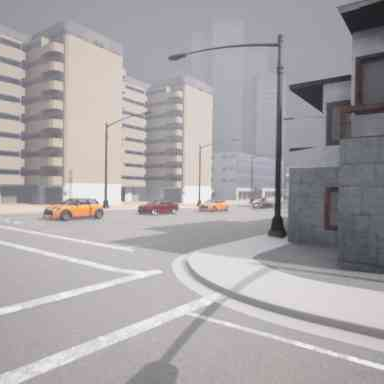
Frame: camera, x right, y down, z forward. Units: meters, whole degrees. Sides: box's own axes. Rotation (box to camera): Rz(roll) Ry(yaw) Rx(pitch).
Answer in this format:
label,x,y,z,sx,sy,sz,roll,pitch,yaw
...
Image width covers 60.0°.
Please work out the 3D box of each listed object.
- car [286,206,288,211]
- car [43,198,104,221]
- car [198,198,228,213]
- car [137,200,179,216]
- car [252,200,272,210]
label,x,y,z,sx,sy,sz,roll,pitch,yaw
car,15.168,2.256,47.358,1.895,1.301,4.718,1,0,36
car,-9.161,1.255,25.935,2.097,1.767,4.553,1,0,36
car,2.753,1.637,42.372,2.097,1.767,4.553,1,-1,36
car,-3.391,1.534,33.909,1.882,1.535,5.008,1,-1,36
car,11.474,2.067,54.289,2.128,1.511,4.902,1,0,36
